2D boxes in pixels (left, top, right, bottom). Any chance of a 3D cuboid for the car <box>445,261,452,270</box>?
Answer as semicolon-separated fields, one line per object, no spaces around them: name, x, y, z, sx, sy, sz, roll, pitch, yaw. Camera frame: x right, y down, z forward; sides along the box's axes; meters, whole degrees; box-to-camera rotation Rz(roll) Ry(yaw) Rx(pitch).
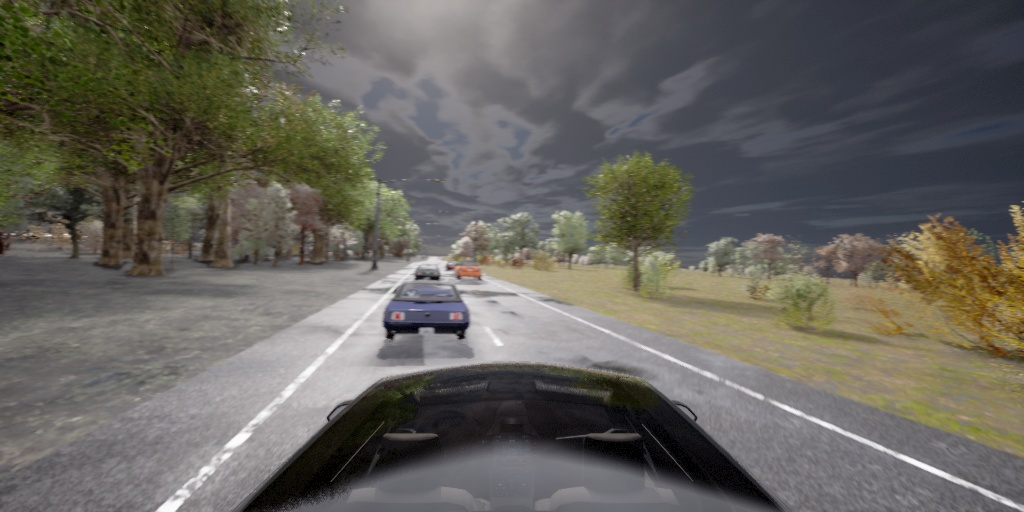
car;-8.571;1.363;51.868;1.994;1.385;4.181;3;-1;-13

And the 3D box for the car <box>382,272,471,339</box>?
car;-2.306;1.313;9.822;1.895;1.301;4.718;3;-1;-13

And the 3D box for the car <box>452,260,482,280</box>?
car;-4.064;1.191;32.691;2.097;1.767;4.553;3;-1;-13

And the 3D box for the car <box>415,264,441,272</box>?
car;-6.469;1.276;27.572;1.895;1.301;4.718;3;-1;-13
